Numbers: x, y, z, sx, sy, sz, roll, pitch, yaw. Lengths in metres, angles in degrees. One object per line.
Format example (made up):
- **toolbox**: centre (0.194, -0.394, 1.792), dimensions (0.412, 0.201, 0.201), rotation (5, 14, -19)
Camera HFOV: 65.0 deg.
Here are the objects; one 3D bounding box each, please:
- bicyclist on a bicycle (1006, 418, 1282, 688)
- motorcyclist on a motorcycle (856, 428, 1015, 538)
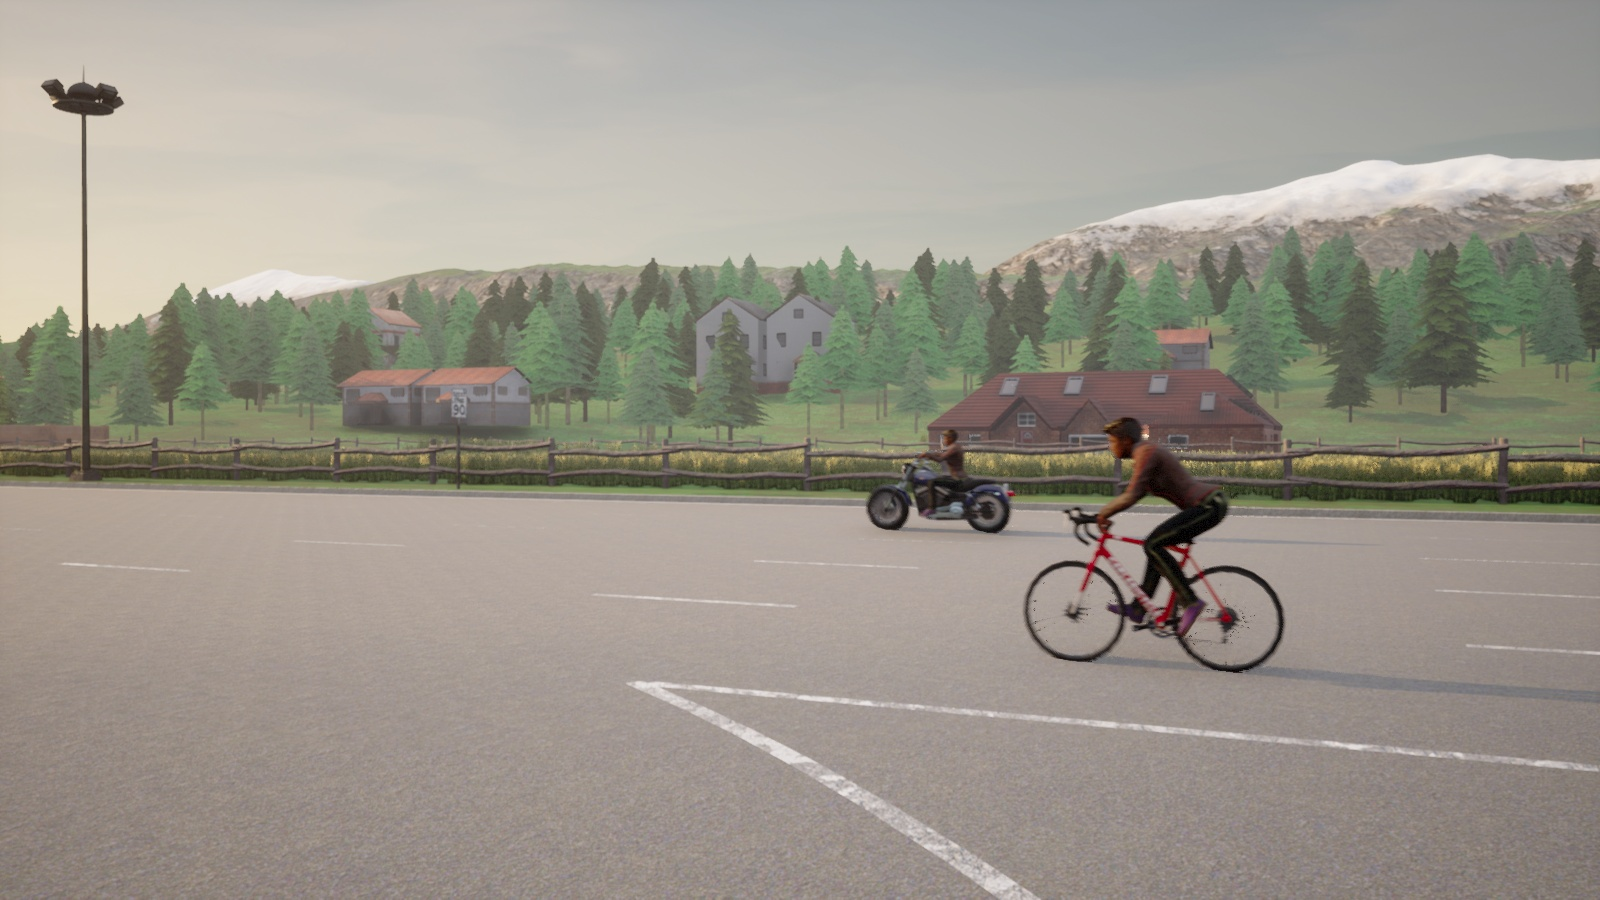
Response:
- **bicyclist on a bicycle**: centre (2.221, 0.613, 8.125), dimensions (1.656, 1.620, 0.582), rotation (0, 1, 23)
- **motorcyclist on a motorcycle**: centre (2.109, 0.485, 19.604), dimensions (2.350, 1.649, 0.766), rotation (0, 1, 23)
